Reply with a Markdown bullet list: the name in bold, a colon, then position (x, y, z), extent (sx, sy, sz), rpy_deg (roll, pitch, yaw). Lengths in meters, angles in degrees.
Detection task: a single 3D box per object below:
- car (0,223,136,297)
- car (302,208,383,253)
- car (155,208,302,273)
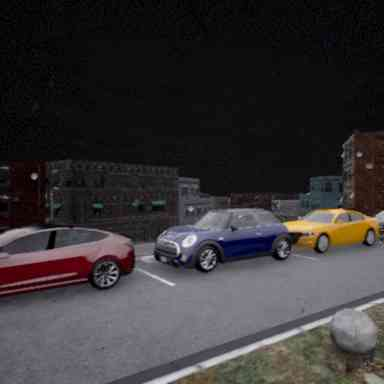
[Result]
- **car**: position (-3.649, 1.499, 7.549), extent (4.792, 1.488, 2.163), rpy_deg (0, 0, -34)
- **car**: position (5.702, 1.468, 13.806), extent (5.008, 1.535, 2.097), rpy_deg (0, 0, -32)
- **car**: position (1.075, 1.343, 10.789), extent (4.553, 1.767, 2.185), rpy_deg (0, 0, -33)
